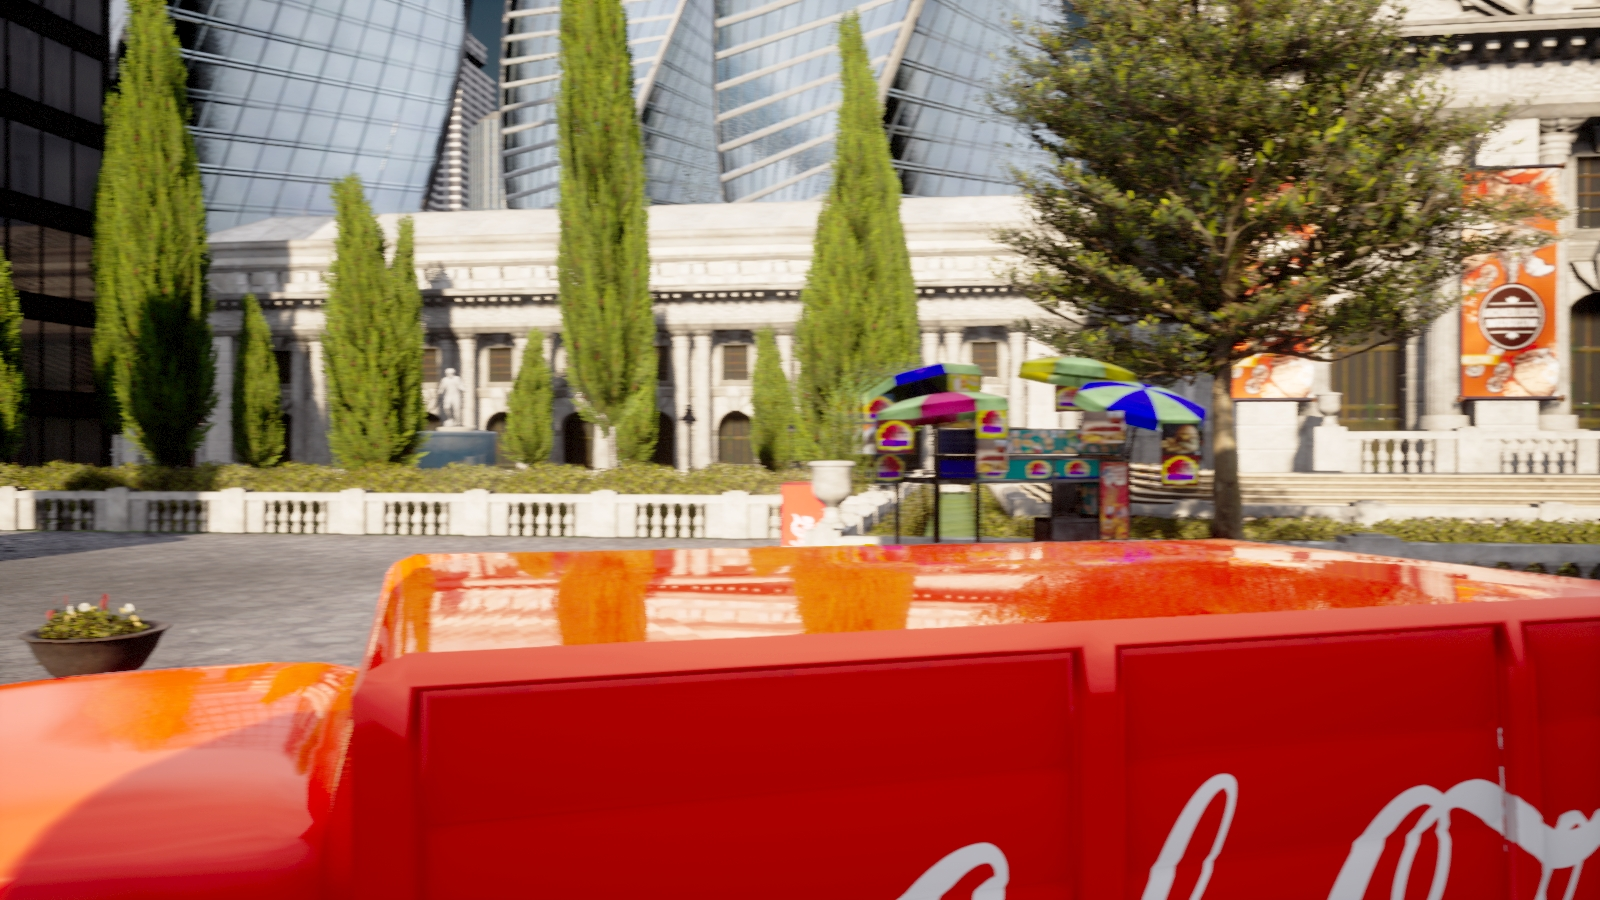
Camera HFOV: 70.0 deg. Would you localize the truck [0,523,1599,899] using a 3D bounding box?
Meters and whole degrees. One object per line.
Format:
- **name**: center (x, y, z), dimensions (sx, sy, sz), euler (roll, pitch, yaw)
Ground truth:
- **truck**: center (-0.321, 1.563, 3.128), dimensions (5.204, 2.467, 2.627), euler (0, 0, -18)
